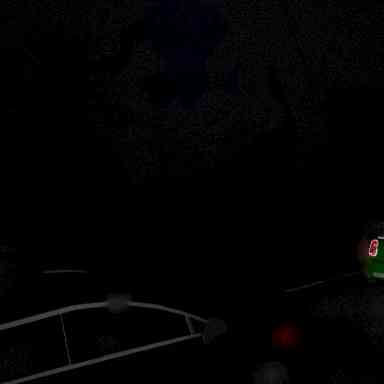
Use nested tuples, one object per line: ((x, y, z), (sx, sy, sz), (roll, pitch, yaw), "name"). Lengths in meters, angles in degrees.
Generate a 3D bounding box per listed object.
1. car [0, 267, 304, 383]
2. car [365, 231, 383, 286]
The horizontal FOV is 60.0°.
((-0.998, 1.491, 3.014), (4.902, 1.511, 2.128), (0, 0, -36), "car")
((6.320, 1.352, 8.204), (4.553, 1.767, 2.097), (0, 0, -35), "car")
